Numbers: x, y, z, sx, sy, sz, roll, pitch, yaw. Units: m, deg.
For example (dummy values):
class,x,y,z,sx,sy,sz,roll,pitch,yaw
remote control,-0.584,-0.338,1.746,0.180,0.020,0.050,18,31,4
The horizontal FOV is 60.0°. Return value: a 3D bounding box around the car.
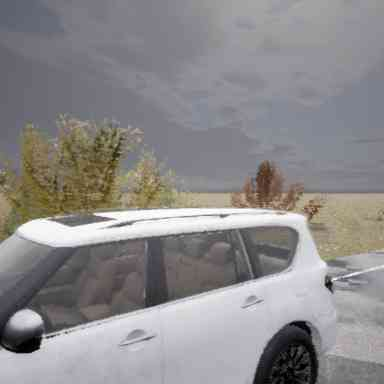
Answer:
class,x,y,z,sx,sy,sz,roll,pitch,yaw
car,-0.889,1.221,3.205,5.566,2.045,2.150,0,0,-35
